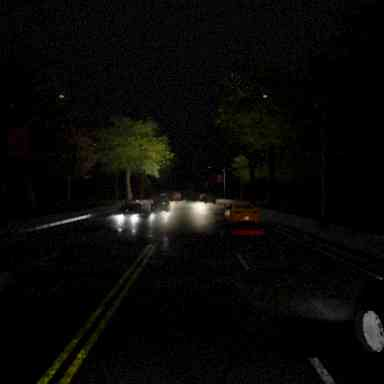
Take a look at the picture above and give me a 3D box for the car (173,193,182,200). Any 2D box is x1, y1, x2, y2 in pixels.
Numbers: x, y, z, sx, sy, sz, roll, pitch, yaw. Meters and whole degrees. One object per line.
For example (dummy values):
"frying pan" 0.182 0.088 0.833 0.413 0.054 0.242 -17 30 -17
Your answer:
"car" -3.450 0.966 76.202 2.097 1.767 4.553 0 0 0

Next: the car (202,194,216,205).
"car" 3.167 1.425 58.477 1.837 1.490 4.892 0 0 0

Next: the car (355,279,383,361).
"car" 3.348 1.498 3.020 1.837 1.490 4.892 0 0 0

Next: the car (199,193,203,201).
"car" 3.102 1.258 69.458 2.097 1.767 4.553 0 0 0

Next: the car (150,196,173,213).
"car" -3.369 1.448 35.777 1.837 1.490 4.892 0 0 0

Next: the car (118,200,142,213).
"car" -6.622 1.544 36.023 1.895 1.301 4.718 0 0 0

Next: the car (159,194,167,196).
"car" -6.703 1.171 76.529 1.895 1.301 4.718 0 0 0

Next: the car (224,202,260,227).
"car" 3.335 1.438 22.757 1.882 1.535 5.008 0 0 0

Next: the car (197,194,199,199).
"car" 3.013 1.233 80.469 2.097 1.767 4.553 0 0 -1

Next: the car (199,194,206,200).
"car" 2.897 1.300 91.699 1.801 1.575 5.366 0 0 -1
